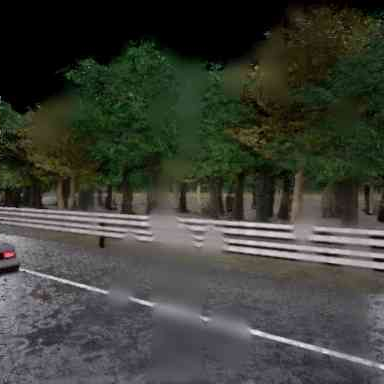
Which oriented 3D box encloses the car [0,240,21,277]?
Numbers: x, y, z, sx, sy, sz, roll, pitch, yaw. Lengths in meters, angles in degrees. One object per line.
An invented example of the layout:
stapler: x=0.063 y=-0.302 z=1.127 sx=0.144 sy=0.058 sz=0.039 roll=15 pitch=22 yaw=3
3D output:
car: x=-6.624 y=1.511 z=8.714 sx=5.357 sy=1.411 sz=2.033 roll=0 pitch=0 yaw=35
